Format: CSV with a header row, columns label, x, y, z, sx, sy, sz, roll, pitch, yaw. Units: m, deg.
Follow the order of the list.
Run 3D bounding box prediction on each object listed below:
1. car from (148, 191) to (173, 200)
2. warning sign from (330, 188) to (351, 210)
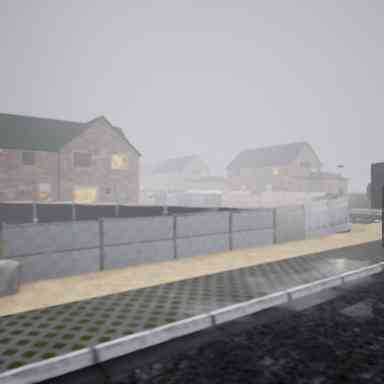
label,x,y,z,sx,sy,sz,roll,pitch,yaw
car,-4.712,0.575,47.886,2.033,1.411,5.357,0,1,-36
warning sign,12.746,0.568,28.540,1.300,1.860,1.060,-2,1,-37
